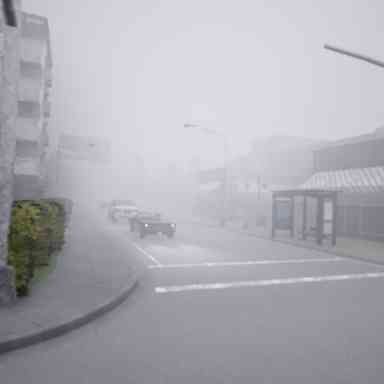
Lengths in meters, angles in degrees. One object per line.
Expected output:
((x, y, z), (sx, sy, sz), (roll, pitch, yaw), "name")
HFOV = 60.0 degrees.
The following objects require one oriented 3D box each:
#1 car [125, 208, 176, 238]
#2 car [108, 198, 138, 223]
((-2.429, 1.874, 19.555), (1.895, 1.301, 4.718), (3, -2, -20), "car")
((-6.220, 1.614, 29.975), (2.150, 2.045, 5.566), (3, -2, -20), "car")
